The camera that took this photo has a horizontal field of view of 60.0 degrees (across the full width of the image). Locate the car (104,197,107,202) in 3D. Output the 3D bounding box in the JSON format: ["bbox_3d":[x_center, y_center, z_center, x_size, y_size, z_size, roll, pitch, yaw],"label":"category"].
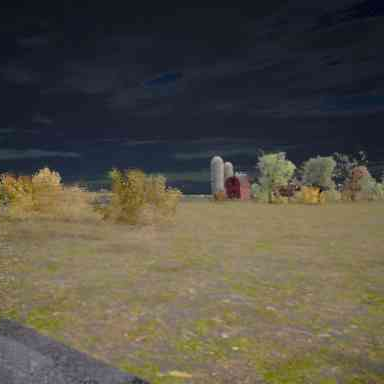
[{"bbox_3d":[-17.965,1.789,67.369,2.033,1.411,5.357,-1,-1,36],"label":"car"}]
